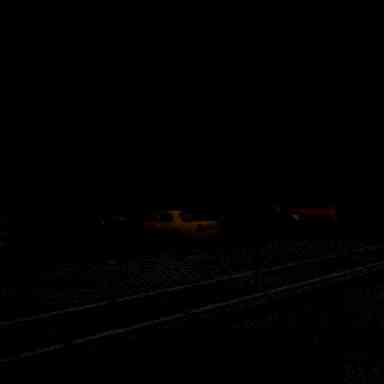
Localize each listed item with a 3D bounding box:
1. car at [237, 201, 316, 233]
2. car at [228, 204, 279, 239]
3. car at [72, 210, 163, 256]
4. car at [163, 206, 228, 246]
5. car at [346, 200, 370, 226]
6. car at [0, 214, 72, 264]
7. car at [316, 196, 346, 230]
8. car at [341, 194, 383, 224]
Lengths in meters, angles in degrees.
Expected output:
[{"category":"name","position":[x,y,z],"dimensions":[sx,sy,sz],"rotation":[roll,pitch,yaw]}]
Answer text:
[{"category":"car","position":[4.352,1.335,19.211],"dimensions":[4.553,1.767,2.185],"rotation":[-1,-1,34]},{"category":"car","position":[1.649,1.502,17.198],"dimensions":[4.792,1.488,2.163],"rotation":[-1,-1,34]},{"category":"car","position":[-3.883,1.501,13.245],"dimensions":[4.892,1.521,2.231],"rotation":[-1,0,34]},{"category":"car","position":[-1.288,1.486,15.330],"dimensions":[5.366,1.575,1.946],"rotation":[-1,0,34]},{"category":"car","position":[9.209,1.477,22.671],"dimensions":[4.674,1.452,2.002],"rotation":[-1,-1,34]},{"category":"car","position":[-6.647,1.513,11.274],"dimensions":[4.892,1.521,2.231],"rotation":[-1,-1,34]},{"category":"car","position":[6.815,1.322,20.908],"dimensions":[4.553,1.767,2.185],"rotation":[-1,0,34]},{"category":"car","position":[11.596,1.174,24.424],"dimensions":[5.566,2.045,2.435],"rotation":[-1,0,34]}]
